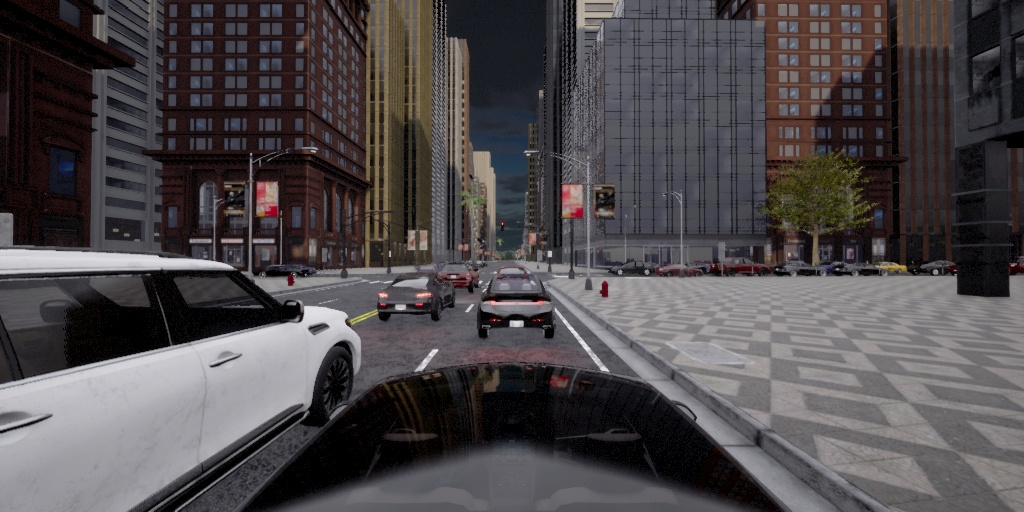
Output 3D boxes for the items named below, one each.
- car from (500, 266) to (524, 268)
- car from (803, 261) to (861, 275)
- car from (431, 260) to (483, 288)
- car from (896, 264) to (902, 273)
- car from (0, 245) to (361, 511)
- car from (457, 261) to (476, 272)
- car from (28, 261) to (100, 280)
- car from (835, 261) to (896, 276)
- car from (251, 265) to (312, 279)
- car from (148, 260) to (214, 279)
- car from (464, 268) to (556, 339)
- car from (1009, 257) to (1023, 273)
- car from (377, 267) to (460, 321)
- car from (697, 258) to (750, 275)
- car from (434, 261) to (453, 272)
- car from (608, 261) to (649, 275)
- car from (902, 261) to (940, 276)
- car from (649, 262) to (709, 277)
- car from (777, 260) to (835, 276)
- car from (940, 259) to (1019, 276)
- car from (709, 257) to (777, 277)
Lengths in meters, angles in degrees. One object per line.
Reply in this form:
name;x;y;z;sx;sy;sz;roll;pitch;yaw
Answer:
car;0.001;1.259;19.625;1.882;1.535;5.008;0;0;0
car;34.741;1.281;39.043;4.674;1.442;1.812;0;-1;-1
car;-3.148;1.141;21.417;2.097;1.767;4.553;0;0;0
car;43.211;1.294;41.936;4.829;1.417;1.751;0;0;-1
car;-3.155;0.969;2.551;2.150;2.045;5.566;0;0;0
car;-6.594;1.461;52.252;2.128;1.511;4.902;0;0;0
car;-43.722;1.375;35.060;4.553;1.767;2.097;0;-1;2
car;32.231;1.258;33.241;4.313;1.339;1.948;0;0;-1
car;-22.397;1.526;35.011;4.718;1.301;1.895;0;-1;-3
car;-32.215;1.322;35.023;4.553;1.767;2.097;0;-1;0
car;0.099;1.248;10.124;2.128;1.511;4.902;0;0;0
car;49.145;0.971;33.502;5.009;1.841;2.192;0;0;-1
car;-3.149;1.287;12.437;1.812;1.442;4.674;0;0;0
car;22.878;1.140;38.873;4.553;1.767;2.097;0;-1;-1
car;-9.834;1.494;51.980;1.812;1.442;4.674;0;0;0
car;12.851;1.326;38.718;4.892;1.490;1.837;0;-1;-1
car;42.856;1.204;36.031;4.892;1.490;1.837;0;-1;-1
car;15.318;1.326;32.980;4.207;1.307;1.802;0;0;-1
car;26.594;1.274;33.154;4.313;1.339;1.948;0;0;-1
car;43.507;1.212;33.416;4.507;1.381;1.888;0;0;-1
car;20.957;1.040;33.067;5.009;1.841;2.192;0;0;-1
